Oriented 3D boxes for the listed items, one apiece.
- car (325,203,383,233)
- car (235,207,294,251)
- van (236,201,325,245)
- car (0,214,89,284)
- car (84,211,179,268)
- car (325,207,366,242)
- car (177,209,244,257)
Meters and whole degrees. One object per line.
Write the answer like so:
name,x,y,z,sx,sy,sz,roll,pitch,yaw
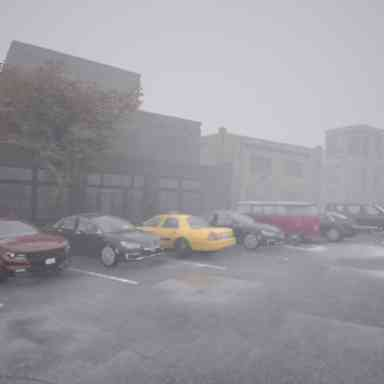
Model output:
car,11.222,1.763,21.430,5.566,2.045,2.435,0,-3,35
car,1.611,1.588,14.709,4.892,1.521,2.231,0,-2,35
van,3.912,1.438,16.458,4.442,1.987,1.878,0,-1,35
car,-5.553,1.477,9.641,5.008,1.535,2.097,-1,-1,35
car,-3.164,1.494,11.333,4.892,1.521,2.231,-1,-1,35
car,6.398,1.760,18.060,4.892,1.521,2.231,0,-2,35
car,-0.929,1.528,13.117,5.366,1.575,1.946,-1,-1,35
